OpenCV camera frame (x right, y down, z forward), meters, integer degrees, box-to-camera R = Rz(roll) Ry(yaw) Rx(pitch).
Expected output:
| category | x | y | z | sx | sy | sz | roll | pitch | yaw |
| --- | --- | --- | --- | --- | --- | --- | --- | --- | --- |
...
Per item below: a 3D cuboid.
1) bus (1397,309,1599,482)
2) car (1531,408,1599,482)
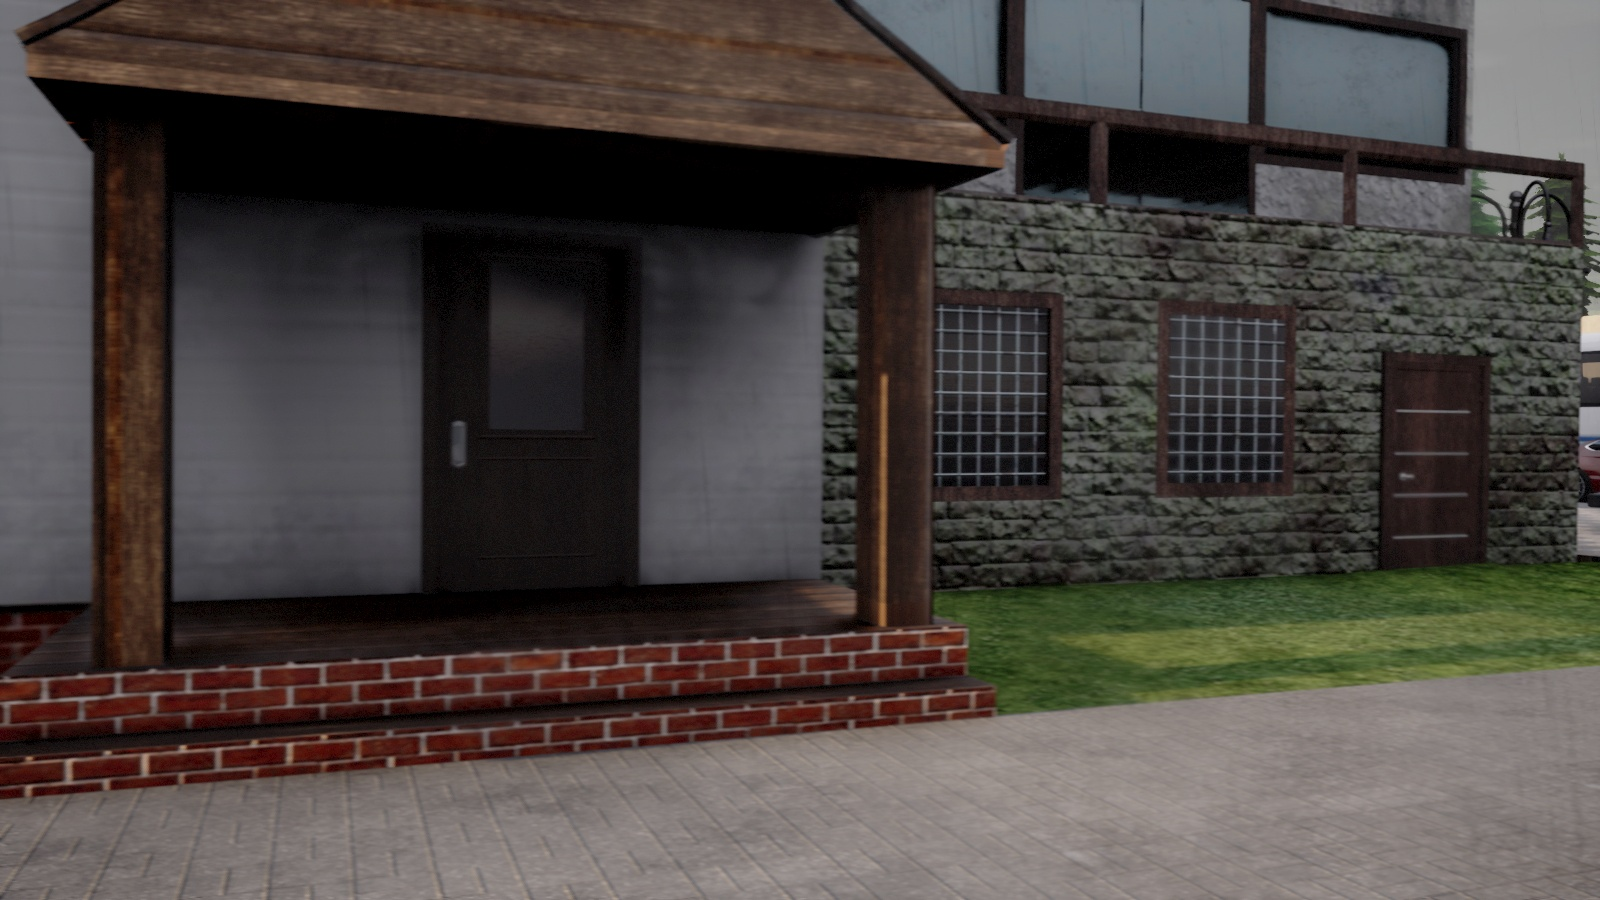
| category | x | y | z | sx | sy | sz | roll | pitch | yaw |
| --- | --- | --- | --- | --- | --- | --- | --- | --- | --- |
| bus | 21.070 | -1.385 | 32.577 | 3.944 | 4.253 | 10.273 | -1 | 1 | -20 |
| car | 18.980 | -0.117 | 27.355 | 2.152 | 1.651 | 5.027 | -1 | 1 | -21 |
